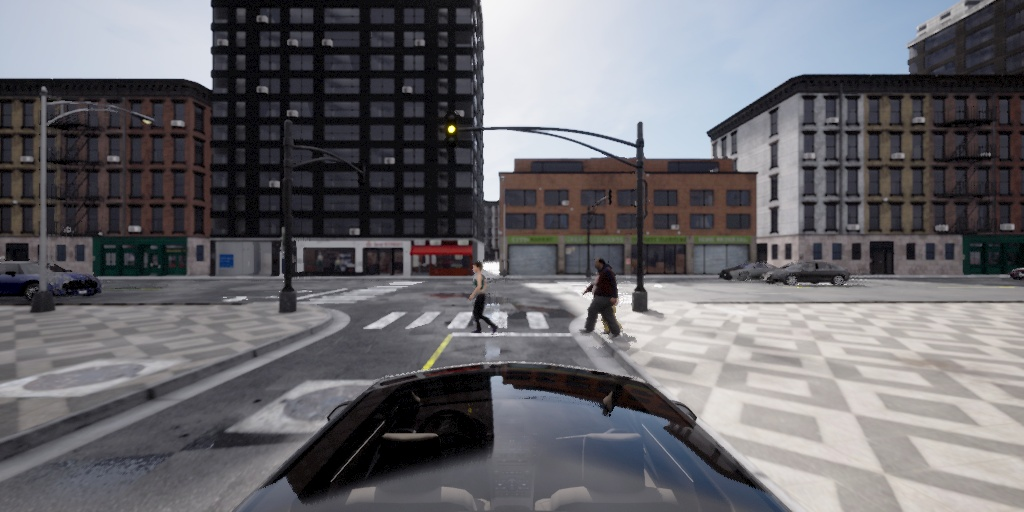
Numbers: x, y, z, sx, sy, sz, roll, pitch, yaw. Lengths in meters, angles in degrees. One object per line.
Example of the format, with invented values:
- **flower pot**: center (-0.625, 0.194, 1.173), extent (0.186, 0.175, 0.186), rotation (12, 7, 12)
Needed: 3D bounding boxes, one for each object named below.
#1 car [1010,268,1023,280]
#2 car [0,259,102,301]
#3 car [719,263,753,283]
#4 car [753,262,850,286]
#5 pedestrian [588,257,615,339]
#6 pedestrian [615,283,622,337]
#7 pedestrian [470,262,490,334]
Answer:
- **car**: center (39.374, 1.098, 26.043), extent (4.674, 1.442, 1.812), rotation (0, 0, 0)
- **car**: center (-21.332, 1.024, 15.943), extent (4.553, 1.767, 2.097), rotation (0, 0, 0)
- **car**: center (17.448, 1.184, 26.007), extent (4.181, 1.385, 1.994), rotation (0, 0, 0)
- **car**: center (18.516, 1.114, 22.760), extent (4.892, 1.490, 1.837), rotation (0, 0, 0)
- **pedestrian**: center (1.921, 0.863, 7.710), extent (0.375, 1.860, 0.375), rotation (0, 0, 0)
- **pedestrian**: center (2.326, 1.137, 8.310), extent (0.375, 1.300, 0.375), rotation (0, 0, 0)
- **pedestrian**: center (-0.809, 1.006, 8.906), extent (0.375, 1.860, 0.375), rotation (0, 0, 0)
